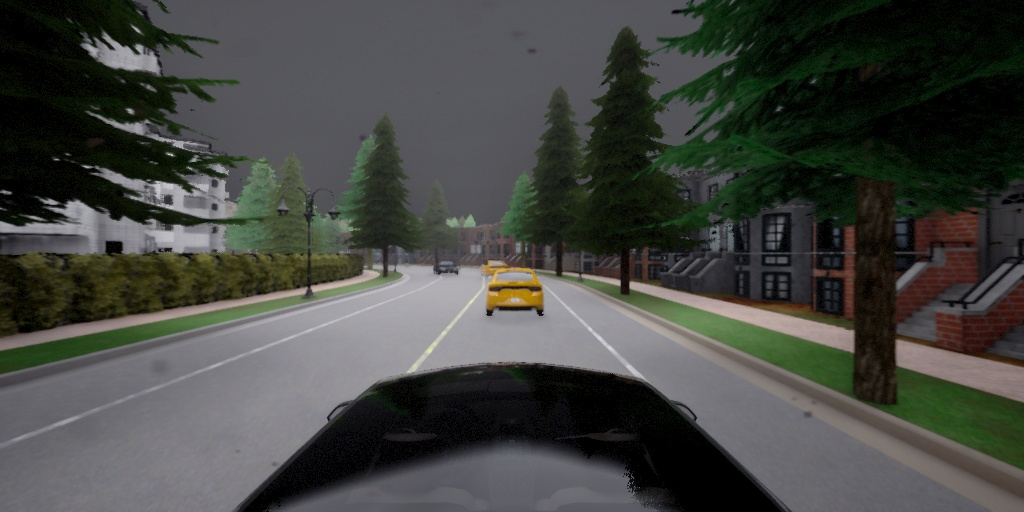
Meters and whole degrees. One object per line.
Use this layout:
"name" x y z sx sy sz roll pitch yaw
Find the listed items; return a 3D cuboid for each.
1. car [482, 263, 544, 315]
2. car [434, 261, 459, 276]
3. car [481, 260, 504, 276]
"car" 0.097 1.182 13.397 1.882 1.535 5.008 0 0 0
"car" -6.517 1.183 35.427 1.994 1.385 4.181 0 0 -20
"car" -1.579 1.111 31.759 1.882 1.535 5.008 0 0 -13
